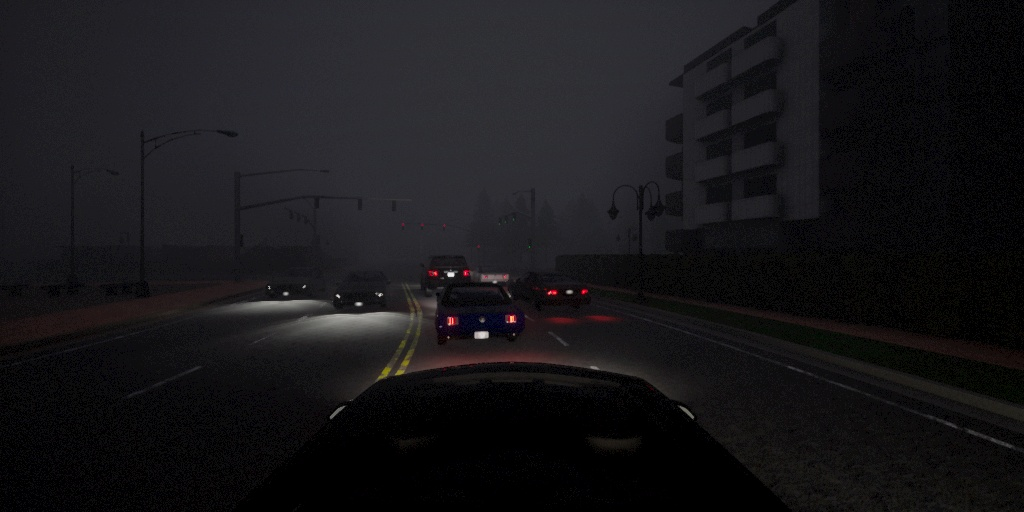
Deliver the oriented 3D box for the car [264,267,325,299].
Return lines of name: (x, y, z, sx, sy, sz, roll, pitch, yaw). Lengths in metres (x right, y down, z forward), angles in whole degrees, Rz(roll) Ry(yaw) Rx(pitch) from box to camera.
car: (-10.895, 1.294, 18.529, 2.033, 1.411, 5.357, 0, 0, -18)

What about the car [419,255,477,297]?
car: (-3.614, 0.968, 19.025, 2.150, 2.045, 5.566, 0, 0, -18)

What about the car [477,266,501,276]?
car: (-1.696, 1.346, 24.630, 1.895, 1.301, 4.718, 0, 0, -16)

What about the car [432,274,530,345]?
car: (-1.078, 1.349, 9.590, 1.895, 1.301, 4.718, 0, 0, -12)

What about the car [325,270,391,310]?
car: (-6.137, 1.295, 15.094, 2.033, 1.411, 5.357, 0, 0, -17)

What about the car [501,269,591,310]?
car: (1.296, 1.294, 14.751, 2.033, 1.411, 5.357, 0, 0, -16)
